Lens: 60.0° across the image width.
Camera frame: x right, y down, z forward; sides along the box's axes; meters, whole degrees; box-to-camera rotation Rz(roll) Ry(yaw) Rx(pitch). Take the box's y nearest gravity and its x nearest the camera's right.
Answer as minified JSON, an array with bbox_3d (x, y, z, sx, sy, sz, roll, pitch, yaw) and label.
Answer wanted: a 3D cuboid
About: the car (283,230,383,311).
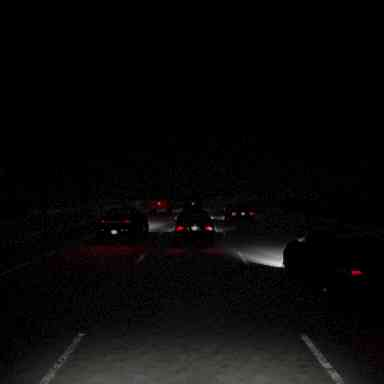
[{"bbox_3d":[3.602,1.581,7.899,1.994,1.385,4.181,0,0,0],"label":"car"}]

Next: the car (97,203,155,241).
[{"bbox_3d":[-3.394,1.528,16.927,2.128,1.511,4.902,0,0,0],"label":"car"}]

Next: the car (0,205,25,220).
[{"bbox_3d":[-14.092,1.655,24.759,1.895,1.301,4.718,0,0,0],"label":"car"}]

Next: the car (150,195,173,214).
[{"bbox_3d":[-3.389,1.301,36.972,2.150,2.045,5.566,0,0,0],"label":"car"}]

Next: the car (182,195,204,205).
[{"bbox_3d":[0.111,1.301,36.937,2.150,2.045,5.566,0,0,0],"label":"car"}]

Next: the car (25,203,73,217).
[{"bbox_3d":[-10.590,1.581,25.585,1.812,1.442,4.674,0,0,0],"label":"car"}]

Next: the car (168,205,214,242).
[{"bbox_3d":[0.106,1.583,16.480,2.033,1.411,5.357,0,0,0],"label":"car"}]

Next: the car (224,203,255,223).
[{"bbox_3d":[3.608,1.603,26.075,2.033,1.411,5.357,0,0,0],"label":"car"}]
